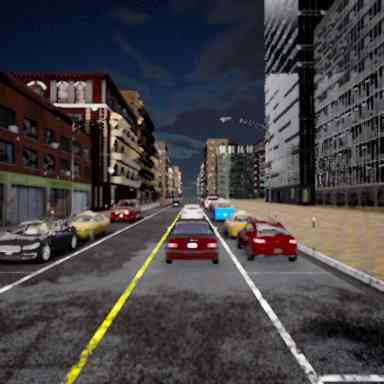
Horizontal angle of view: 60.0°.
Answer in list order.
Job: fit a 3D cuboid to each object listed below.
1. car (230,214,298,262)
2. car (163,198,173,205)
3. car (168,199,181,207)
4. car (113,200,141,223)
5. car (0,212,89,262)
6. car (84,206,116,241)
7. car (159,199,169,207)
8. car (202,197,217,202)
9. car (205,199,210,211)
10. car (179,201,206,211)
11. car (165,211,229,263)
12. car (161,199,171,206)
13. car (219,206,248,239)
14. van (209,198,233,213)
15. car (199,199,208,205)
[{"bbox_3d":[2.702,1.714,12.506,1.802,1.307,4.206,1,-1,0],"label":"car"},{"bbox_3d":[-5.672,2.284,79.343,1.967,1.590,4.097,1,-1,0],"label":"car"},{"bbox_3d":[-3.019,2.211,64.596,1.812,1.442,4.674,0,-1,1],"label":"car"},{"bbox_3d":[-5.673,1.623,29.219,2.192,1.841,5.009,1,-1,0],"label":"car"},{"bbox_3d":[-5.678,1.683,12.508,2.008,1.369,4.403,1,-1,0],"label":"car"},{"bbox_3d":[-5.677,1.714,17.909,1.752,1.417,4.829,1,-1,0],"label":"car"},{"bbox_3d":[-5.675,2.269,68.203,1.887,1.381,4.507,1,-1,0],"label":"car"},{"bbox_3d":[3.110,1.782,52.306,2.150,2.045,5.566,0,-1,0],"label":"car"},{"bbox_3d":[3.151,2.004,45.272,1.812,1.442,4.674,0,-1,0],"label":"car"},{"bbox_3d":[0.027,1.830,28.897,1.812,1.442,4.674,0,0,1],"label":"car"},{"bbox_3d":[0.010,1.680,12.543,2.033,1.411,5.357,0,-1,0],"label":"car"},{"bbox_3d":[-5.674,2.350,73.772,1.947,1.339,4.313,1,-1,0],"label":"car"},{"bbox_3d":[2.703,1.718,18.246,1.752,1.417,4.829,1,-1,0],"label":"car"},{"bbox_3d":[2.706,1.649,29.218,1.690,1.788,3.998,1,-1,0],"label":"van"},{"bbox_3d":[2.706,2.395,79.340,2.008,1.369,4.403,1,-1,0],"label":"car"}]
